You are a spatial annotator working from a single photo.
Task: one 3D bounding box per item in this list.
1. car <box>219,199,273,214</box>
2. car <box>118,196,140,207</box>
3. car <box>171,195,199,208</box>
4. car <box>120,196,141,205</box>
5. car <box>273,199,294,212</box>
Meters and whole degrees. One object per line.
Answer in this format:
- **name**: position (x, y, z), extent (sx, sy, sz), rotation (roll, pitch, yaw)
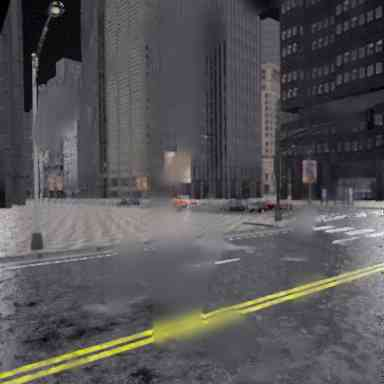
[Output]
- **car**: position (4.964, 1.377, 32.648), extent (2.033, 1.411, 5.357), rotation (-1, 0, -35)
- **car**: position (-10.307, 1.603, 54.189), extent (2.033, 1.411, 5.357), rotation (-1, 0, -35)
- **car**: position (-0.994, 1.249, 46.640), extent (2.097, 1.767, 4.553), rotation (-1, 0, -35)
- **car**: position (-11.465, 1.567, 61.526), extent (1.882, 1.535, 5.008), rotation (-1, 0, -35)
- **car**: position (8.019, 1.372, 33.963), extent (1.895, 1.301, 4.718), rotation (-1, 0, -35)
